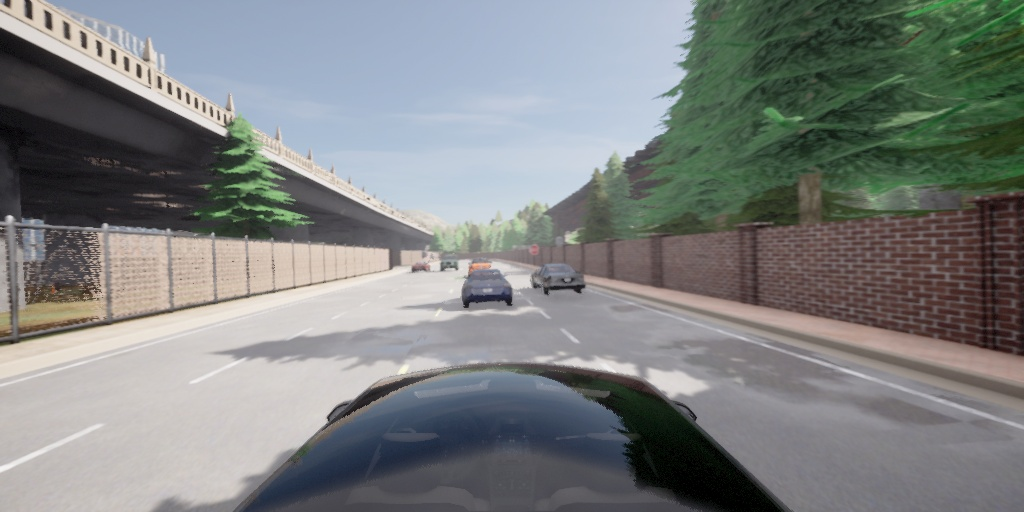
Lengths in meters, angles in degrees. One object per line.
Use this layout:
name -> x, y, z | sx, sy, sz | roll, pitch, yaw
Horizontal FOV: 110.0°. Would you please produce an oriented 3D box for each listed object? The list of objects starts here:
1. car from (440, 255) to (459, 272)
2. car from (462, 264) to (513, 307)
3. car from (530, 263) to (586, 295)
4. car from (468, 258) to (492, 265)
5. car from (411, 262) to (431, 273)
car -> -7.887, 0.870, 45.656 | 2.150, 2.045, 5.566 | -2, 0, -6
car -> -1.088, 1.235, 15.294 | 1.994, 1.385, 4.181 | -2, 1, -5
car -> 2.175, 1.080, 18.166 | 2.033, 1.411, 5.357 | -2, 0, -6
car -> -2.822, 0.939, 32.089 | 2.097, 1.767, 4.553 | -2, 0, -6
car -> -11.301, 1.375, 44.748 | 1.895, 1.301, 4.718 | -2, 0, -6
